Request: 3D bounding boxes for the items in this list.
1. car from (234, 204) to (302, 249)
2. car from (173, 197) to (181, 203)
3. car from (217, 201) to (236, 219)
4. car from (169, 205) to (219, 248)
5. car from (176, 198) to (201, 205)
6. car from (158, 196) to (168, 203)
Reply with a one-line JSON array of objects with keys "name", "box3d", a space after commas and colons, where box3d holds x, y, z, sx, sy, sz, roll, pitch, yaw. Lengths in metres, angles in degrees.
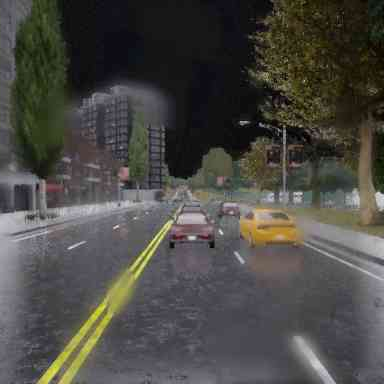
[{"name": "car", "box3d": [3.249, 1.488, 14.652, 1.882, 1.535, 5.008, 0, 0, 0]}, {"name": "car", "box3d": [-3.251, 1.794, 75.942, 2.033, 1.411, 5.357, 0, -1, 0]}, {"name": "car", "box3d": [3.249, 1.560, 29.654, 1.812, 1.442, 4.674, 0, 0, 0]}, {"name": "car", "box3d": [-0.001, 1.536, 14.652, 1.812, 1.442, 4.674, 0, 0, 0]}, {"name": "car", "box3d": [0.000, 1.522, 29.654, 2.128, 1.511, 4.902, 0, 0, 0]}, {"name": "car", "box3d": [-6.501, 1.754, 75.943, 1.837, 1.490, 4.892, 0, -1, 0]}]
